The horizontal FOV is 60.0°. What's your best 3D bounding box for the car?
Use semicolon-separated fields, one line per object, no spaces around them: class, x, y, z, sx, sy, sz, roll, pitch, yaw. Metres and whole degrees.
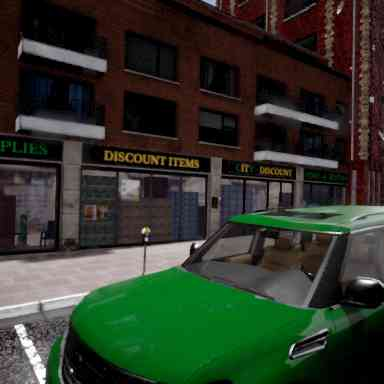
car;1.342;1.224;3.904;5.566;2.045;2.150;0;0;-36
